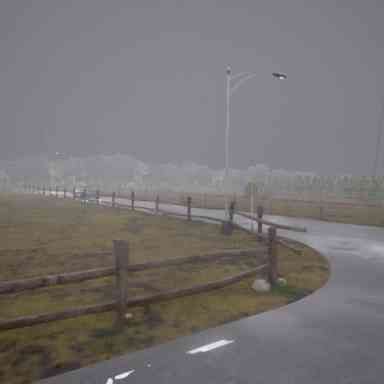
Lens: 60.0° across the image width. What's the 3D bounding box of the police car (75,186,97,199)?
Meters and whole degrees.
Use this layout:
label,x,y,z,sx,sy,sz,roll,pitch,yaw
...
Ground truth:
label,x,y,z,sx,sy,sz,roll,pitch,yaw
police car,-13.226,0.084,41.602,2.038,1.542,4.974,-1,2,-36
